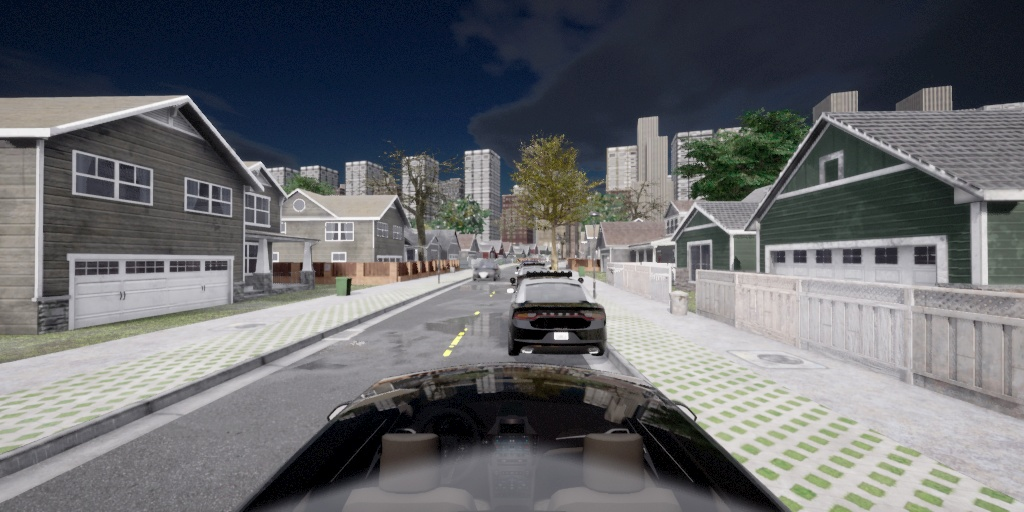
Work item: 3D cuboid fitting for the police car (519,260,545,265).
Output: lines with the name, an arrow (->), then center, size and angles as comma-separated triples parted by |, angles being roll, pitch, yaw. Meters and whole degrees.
police car -> 1.166, 1.182, 18.714 | 1.930, 1.638, 5.238 | 0, 0, 2

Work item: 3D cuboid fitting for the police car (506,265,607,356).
police car -> 0.891, 1.177, 8.762 | 1.930, 1.638, 5.238 | 0, 0, 1

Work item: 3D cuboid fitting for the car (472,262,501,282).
car -> -1.982, 1.258, 29.058 | 2.128, 1.511, 4.902 | 0, 0, 3
